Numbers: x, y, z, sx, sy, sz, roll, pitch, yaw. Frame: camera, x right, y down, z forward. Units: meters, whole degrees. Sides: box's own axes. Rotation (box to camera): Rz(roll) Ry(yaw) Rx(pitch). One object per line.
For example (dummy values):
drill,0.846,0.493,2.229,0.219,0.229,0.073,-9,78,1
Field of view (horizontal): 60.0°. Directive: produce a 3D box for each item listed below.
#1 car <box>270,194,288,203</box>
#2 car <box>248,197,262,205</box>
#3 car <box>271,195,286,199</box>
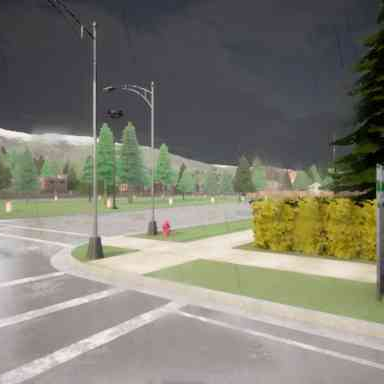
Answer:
car,17.731,1.351,67.546,2.097,1.767,4.553,0,0,36
car,11.887,1.598,59.473,1.895,1.301,4.718,0,0,36
car,15.179,1.523,58.055,1.812,1.442,4.674,0,0,36
